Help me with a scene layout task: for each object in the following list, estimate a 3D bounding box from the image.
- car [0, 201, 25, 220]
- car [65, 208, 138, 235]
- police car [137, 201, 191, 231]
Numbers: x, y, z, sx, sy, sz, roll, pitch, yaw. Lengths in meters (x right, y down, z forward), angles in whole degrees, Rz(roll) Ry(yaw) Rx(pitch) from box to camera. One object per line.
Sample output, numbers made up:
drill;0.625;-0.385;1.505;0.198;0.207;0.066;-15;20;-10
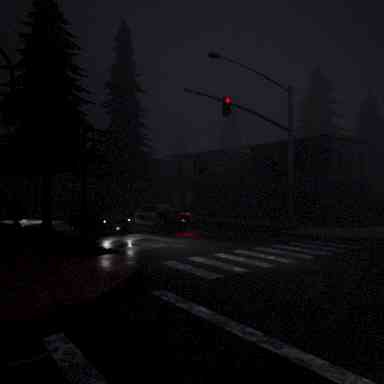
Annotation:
car;-15.951;1.471;27.864;4.902;1.511;2.128;0;0;34
car;-5.342;1.582;18.826;1.895;1.301;4.718;0;0;-43
police car;-2.291;1.406;20.551;1.930;1.638;5.238;1;0;-44
